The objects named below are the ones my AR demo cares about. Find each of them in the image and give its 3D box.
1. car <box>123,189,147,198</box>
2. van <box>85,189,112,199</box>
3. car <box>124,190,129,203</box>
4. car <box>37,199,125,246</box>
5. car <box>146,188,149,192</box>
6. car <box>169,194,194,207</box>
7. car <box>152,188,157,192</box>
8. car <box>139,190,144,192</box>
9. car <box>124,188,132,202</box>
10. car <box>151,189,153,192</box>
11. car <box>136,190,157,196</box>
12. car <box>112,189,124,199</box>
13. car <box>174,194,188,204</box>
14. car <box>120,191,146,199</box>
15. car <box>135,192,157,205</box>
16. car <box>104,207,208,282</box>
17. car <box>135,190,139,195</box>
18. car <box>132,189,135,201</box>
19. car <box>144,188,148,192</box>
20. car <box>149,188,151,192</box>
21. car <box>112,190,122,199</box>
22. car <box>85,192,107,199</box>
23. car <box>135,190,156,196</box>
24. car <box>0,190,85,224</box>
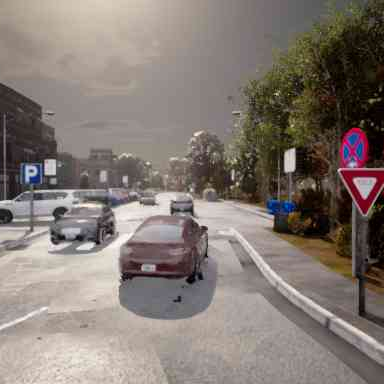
[{"bbox_3d":[-11.988,0.392,69.566,4.553,1.767,2.185,-1,0,-22],"label":"car"},{"bbox_3d":[-10.702,0.759,33.519,4.442,1.987,1.878,-1,1,-22],"label":"van"},{"bbox_3d":[-10.944,0.897,42.576,4.674,1.452,2.002,-1,1,-22],"label":"car"},{"bbox_3d":[-4.437,1.265,14.205,2.128,1.511,4.902,0,1,-3],"label":"car"},{"bbox_3d":[-11.720,0.335,63.597,5.566,2.045,2.435,-1,0,-22],"label":"car"},{"bbox_3d":[-0.839,1.079,27.594,2.128,1.511,4.902,0,1,-2],"label":"car"},{"bbox_3d":[-12.674,0.327,87.567,4.892,1.521,2.231,-1,0,-22],"label":"car"},{"bbox_3d":[-11.372,0.446,54.587,5.566,2.045,2.435,-1,1,-22],"label":"car"},{"bbox_3d":[-11.026,0.690,45.581,4.553,1.767,2.185,-1,1,-22],"label":"car"},{"bbox_3d":[-12.158,0.480,75.587,4.792,1.488,2.163,-1,0,-22],"label":"car"},{"bbox_3d":[-12.747,0.259,93.635,5.366,1.575,1.946,-1,0,-22],"label":"car"},{"bbox_3d":[-10.862,0.774,39.566,4.553,1.767,2.185,-1,1,-22],"label":"car"},{"bbox_3d":[-1.626,0.921,46.831,1.895,1.301,4.718,0,1,-3],"label":"car"},{"bbox_3d":[-11.838,0.591,66.576,4.674,1.452,2.002,-1,1,-22],"label":"car"},{"bbox_3d":[-5.622,0.980,42.292,1.895,1.301,4.718,0,1,-2],"label":"car"},{"bbox_3d":[-0.606,1.377,9.202,1.812,1.442,4.674,1,1,7],"label":"car"},{"bbox_3d":[-11.258,0.765,51.593,4.792,1.488,2.163,-1,1,-22],"label":"car"},{"bbox_3d":[-11.139,0.649,48.580,4.553,1.767,2.185,-1,1,-22],"label":"car"},{"bbox_3d":[-11.446,0.616,60.651,5.366,1.575,1.946,-1,1,-22],"label":"car"},{"bbox_3d":[-12.102,0.358,72.565,4.553,1.767,2.185,-1,0,-22],"label":"car"},{"bbox_3d":[-10.703,0.941,36.569,5.008,1.535,2.097,-1,1,-22],"label":"car"},{"bbox_3d":[-10.177,1.061,27.640,5.366,1.575,1.946,-1,1,-22],"label":"car"},{"bbox_3d":[-12.619,0.290,90.637,5.366,1.575,1.946,-1,0,-22],"label":"car"},{"bbox_3d":[-10.122,0.901,21.541,5.566,2.045,2.435,-1,1,-22],"label":"car"}]
